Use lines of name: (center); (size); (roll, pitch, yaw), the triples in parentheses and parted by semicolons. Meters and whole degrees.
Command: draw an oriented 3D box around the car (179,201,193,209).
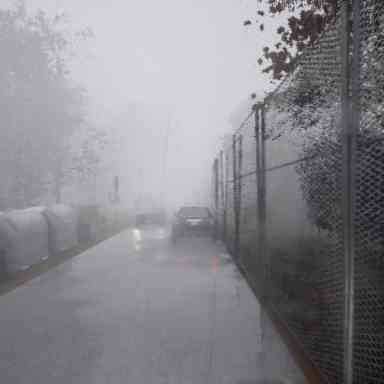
car: (-1.088, 2.532, 64.393); (2.033, 1.411, 5.357); (0, -2, 7)

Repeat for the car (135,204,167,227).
car: (-2.874, 1.633, 24.050); (1.882, 1.535, 5.008); (0, -1, 0)

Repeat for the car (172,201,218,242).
car: (0.102, 1.423, 16.842); (2.097, 1.767, 4.553); (-1, 0, 0)

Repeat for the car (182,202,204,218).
car: (0.105, 1.809, 34.745); (2.128, 1.511, 4.902); (0, -1, 1)
